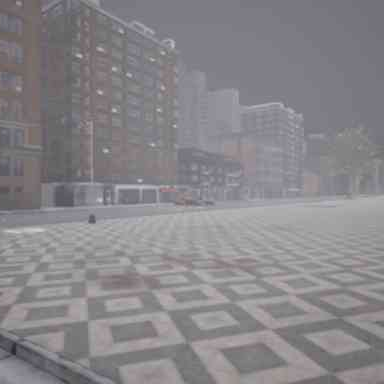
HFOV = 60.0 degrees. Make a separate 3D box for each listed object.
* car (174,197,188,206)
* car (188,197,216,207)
[{"bbox_3d":[-1.045,1.555,55.374,1.882,1.535,5.008,0,0,36],"label":"car"},{"bbox_3d":[2.026,1.588,54.065,1.837,1.490,4.892,0,-1,36],"label":"car"}]
